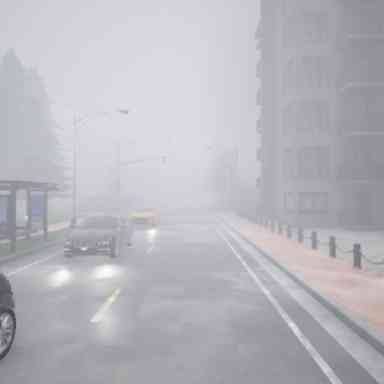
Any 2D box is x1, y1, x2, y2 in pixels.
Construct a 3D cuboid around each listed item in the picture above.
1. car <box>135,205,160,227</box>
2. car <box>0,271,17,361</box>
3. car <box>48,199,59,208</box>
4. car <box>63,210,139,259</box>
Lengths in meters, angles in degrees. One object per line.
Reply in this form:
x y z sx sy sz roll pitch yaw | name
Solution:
-3.572 1.809 25.805 1.882 1.535 5.008 0 -1 0 | car
-3.602 1.391 2.939 2.097 1.767 4.553 0 -1 0 | car
-25.055 1.908 58.389 1.932 1.855 4.605 0 -1 -1 | car
-3.603 1.680 13.545 1.837 1.490 4.892 0 -1 0 | car
